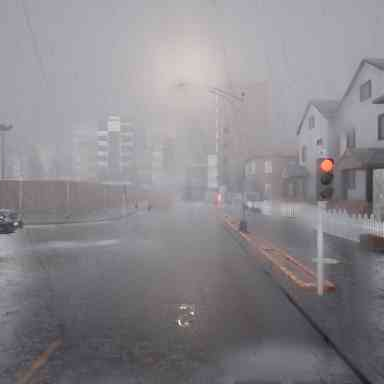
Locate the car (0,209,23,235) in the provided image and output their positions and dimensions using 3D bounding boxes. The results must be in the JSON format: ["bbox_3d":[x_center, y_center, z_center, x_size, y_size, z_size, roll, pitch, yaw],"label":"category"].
[{"bbox_3d":[-11.463,1.222,16.503,5.566,2.045,2.150,0,0,1],"label":"car"}]

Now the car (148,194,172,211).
[{"bbox_3d":[-4.079,1.221,41.202,2.150,2.045,5.566,0,0,0],"label":"car"}]
